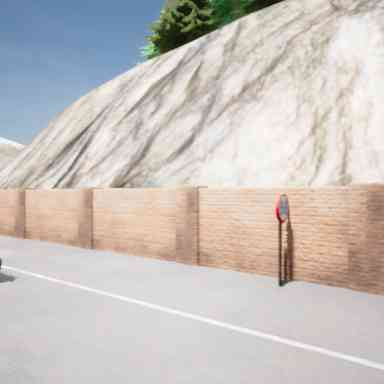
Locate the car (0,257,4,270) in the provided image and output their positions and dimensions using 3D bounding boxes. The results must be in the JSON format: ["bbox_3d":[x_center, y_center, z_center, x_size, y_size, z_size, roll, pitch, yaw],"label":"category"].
[{"bbox_3d":[-7.310,1.563,9.212,5.357,1.411,2.033,0,0,36],"label":"car"}]
